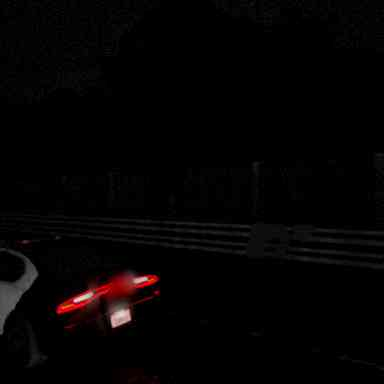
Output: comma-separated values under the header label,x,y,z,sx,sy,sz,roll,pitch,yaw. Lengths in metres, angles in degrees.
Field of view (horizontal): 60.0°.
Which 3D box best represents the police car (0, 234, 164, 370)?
label,x,y,z,sx,sy,sz,roll,pitch,yaw
police car,-2.941,1.582,5.960,4.974,1.542,2.038,-1,-1,35
